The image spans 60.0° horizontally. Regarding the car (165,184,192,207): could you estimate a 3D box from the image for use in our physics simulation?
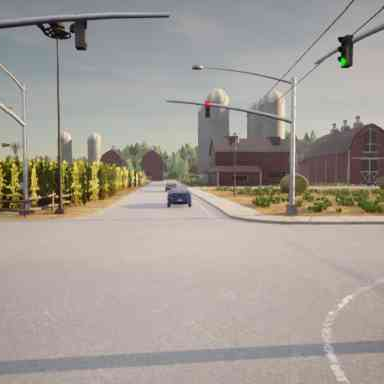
[{"bbox_3d":[-1.105,0.353,27.571,1.882,1.535,5.008,0,3,-4],"label":"car"}]

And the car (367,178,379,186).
[{"bbox_3d":[42.389,-2.311,77.482,1.905,1.878,3.866,10,10,41],"label":"car"}]

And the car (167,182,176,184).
[{"bbox_3d":[-3.327,-0.798,52.803,2.128,1.511,4.902,0,3,-5],"label":"car"}]
